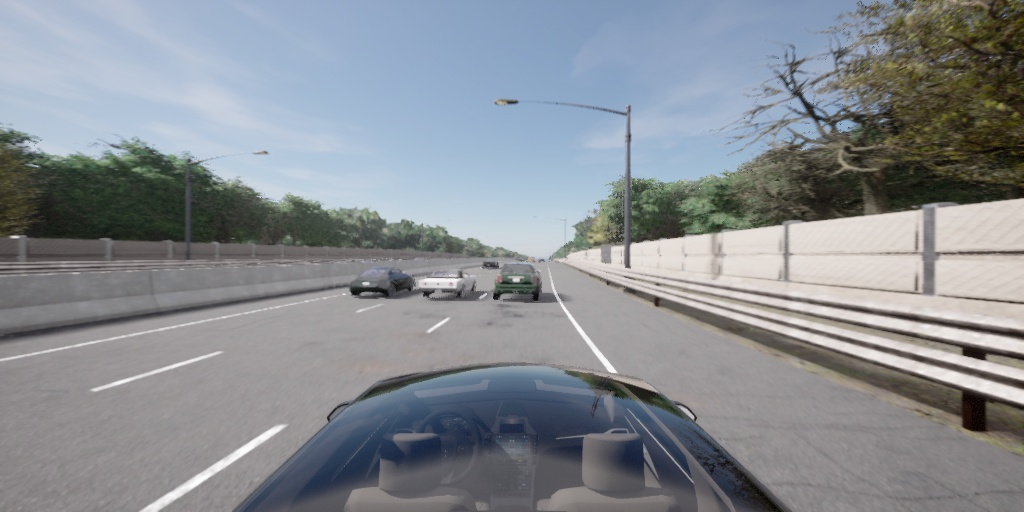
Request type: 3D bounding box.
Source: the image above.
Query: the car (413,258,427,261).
[{"bbox_3d":[-13.854,1.061,53.856,1.882,1.535,5.008,0,1,6],"label":"car"}]

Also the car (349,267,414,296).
[{"bbox_3d":[-6.585,1.247,18.630,1.994,1.385,4.181,0,0,5],"label":"car"}]

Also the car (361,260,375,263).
[{"bbox_3d":[-15.341,1.162,38.430,1.994,1.385,4.181,0,0,6],"label":"car"}]

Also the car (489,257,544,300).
[{"bbox_3d":[0.381,1.086,17.936,2.097,1.767,4.553,0,0,5],"label":"car"}]

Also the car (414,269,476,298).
[{"bbox_3d":[-3.097,1.309,18.331,1.895,1.301,4.718,0,0,5],"label":"car"}]

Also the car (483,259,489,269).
[{"bbox_3d":[-3.197,1.134,54.658,1.882,1.535,5.008,0,0,5],"label":"car"}]
